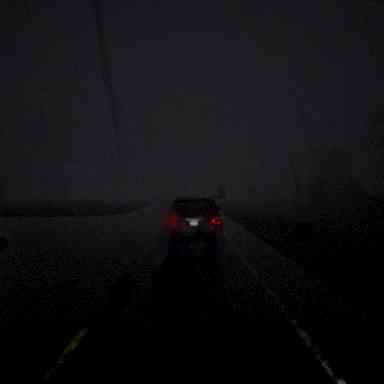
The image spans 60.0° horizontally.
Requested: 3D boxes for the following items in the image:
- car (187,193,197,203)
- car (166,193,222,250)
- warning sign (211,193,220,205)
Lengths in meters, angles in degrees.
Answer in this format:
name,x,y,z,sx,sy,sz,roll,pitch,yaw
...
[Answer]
name,x,y,z,sx,sy,sz,roll,pitch,yaw
car,-0.002,1.194,71.001,2.150,2.045,5.566,0,0,0
car,0.083,1.217,14.553,2.150,2.045,5.566,0,0,0
warning sign,3.558,1.100,51.121,1.300,1.860,1.060,1,1,0
